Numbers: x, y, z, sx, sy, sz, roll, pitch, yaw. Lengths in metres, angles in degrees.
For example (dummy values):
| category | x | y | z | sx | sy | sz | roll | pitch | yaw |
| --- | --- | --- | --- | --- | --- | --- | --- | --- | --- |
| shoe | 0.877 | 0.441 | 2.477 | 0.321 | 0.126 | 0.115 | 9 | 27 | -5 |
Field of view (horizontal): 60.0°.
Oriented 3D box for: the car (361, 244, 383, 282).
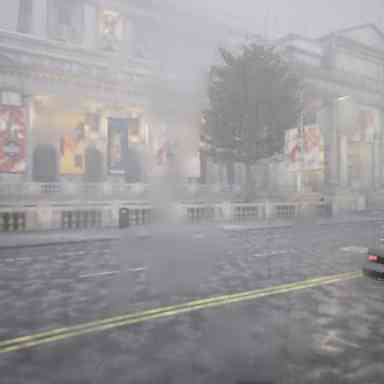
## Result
| category | x | y | z | sx | sy | sz | roll | pitch | yaw |
| --- | --- | --- | --- | --- | --- | --- | --- | --- | --- |
| car | 6.560 | 1.562 | 8.280 | 5.357 | 1.411 | 2.033 | 0 | 0 | -30 |
